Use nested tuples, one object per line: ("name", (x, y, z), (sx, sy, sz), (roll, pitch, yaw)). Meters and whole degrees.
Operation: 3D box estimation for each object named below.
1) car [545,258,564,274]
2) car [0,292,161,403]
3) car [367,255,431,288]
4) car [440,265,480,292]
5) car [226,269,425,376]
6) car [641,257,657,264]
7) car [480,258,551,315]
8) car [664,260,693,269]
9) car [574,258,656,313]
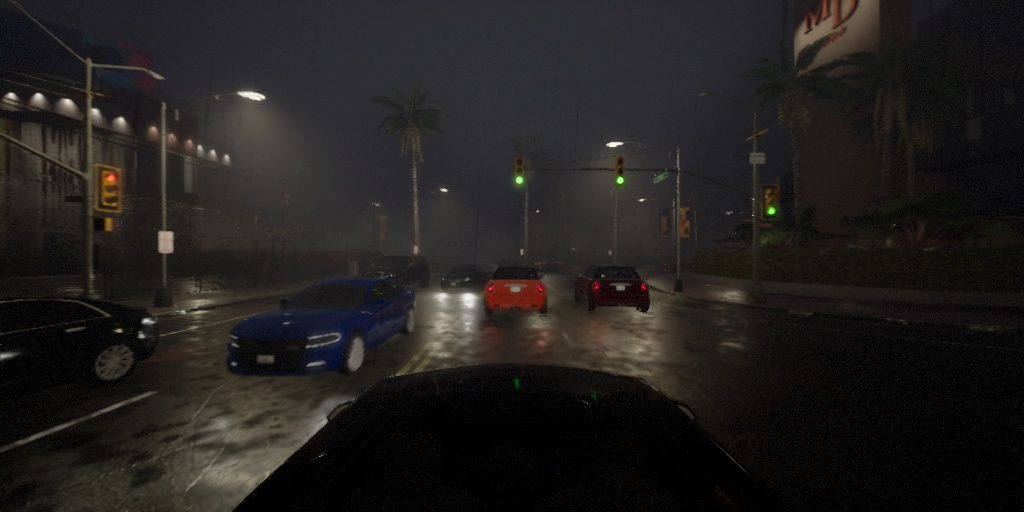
("car", (3.704, 1.249, 38.448), (2.033, 1.411, 5.357), (0, 0, 33))
("car", (-7.050, 1.254, 4.160), (1.837, 1.490, 4.892), (0, -1, 1))
("car", (-6.479, 0.947, 20.432), (2.150, 2.045, 5.566), (0, 0, 8))
("car", (-2.732, 1.249, 21.528), (1.812, 1.442, 4.674), (0, 0, 10))
("car", (-3.522, 1.220, 7.679), (1.882, 1.535, 5.008), (0, 0, 1))
("car", (21.486, 0.843, 58.198), (4.181, 1.385, 1.994), (0, 0, -27))
("car", (0.192, 1.086, 13.613), (2.097, 1.767, 4.553), (0, 0, 2))
("car", (24.202, 1.285, 51.704), (4.718, 1.301, 1.895), (0, 0, -28))
("car", (3.720, 1.086, 14.137), (2.097, 1.767, 4.553), (0, 0, 2))
